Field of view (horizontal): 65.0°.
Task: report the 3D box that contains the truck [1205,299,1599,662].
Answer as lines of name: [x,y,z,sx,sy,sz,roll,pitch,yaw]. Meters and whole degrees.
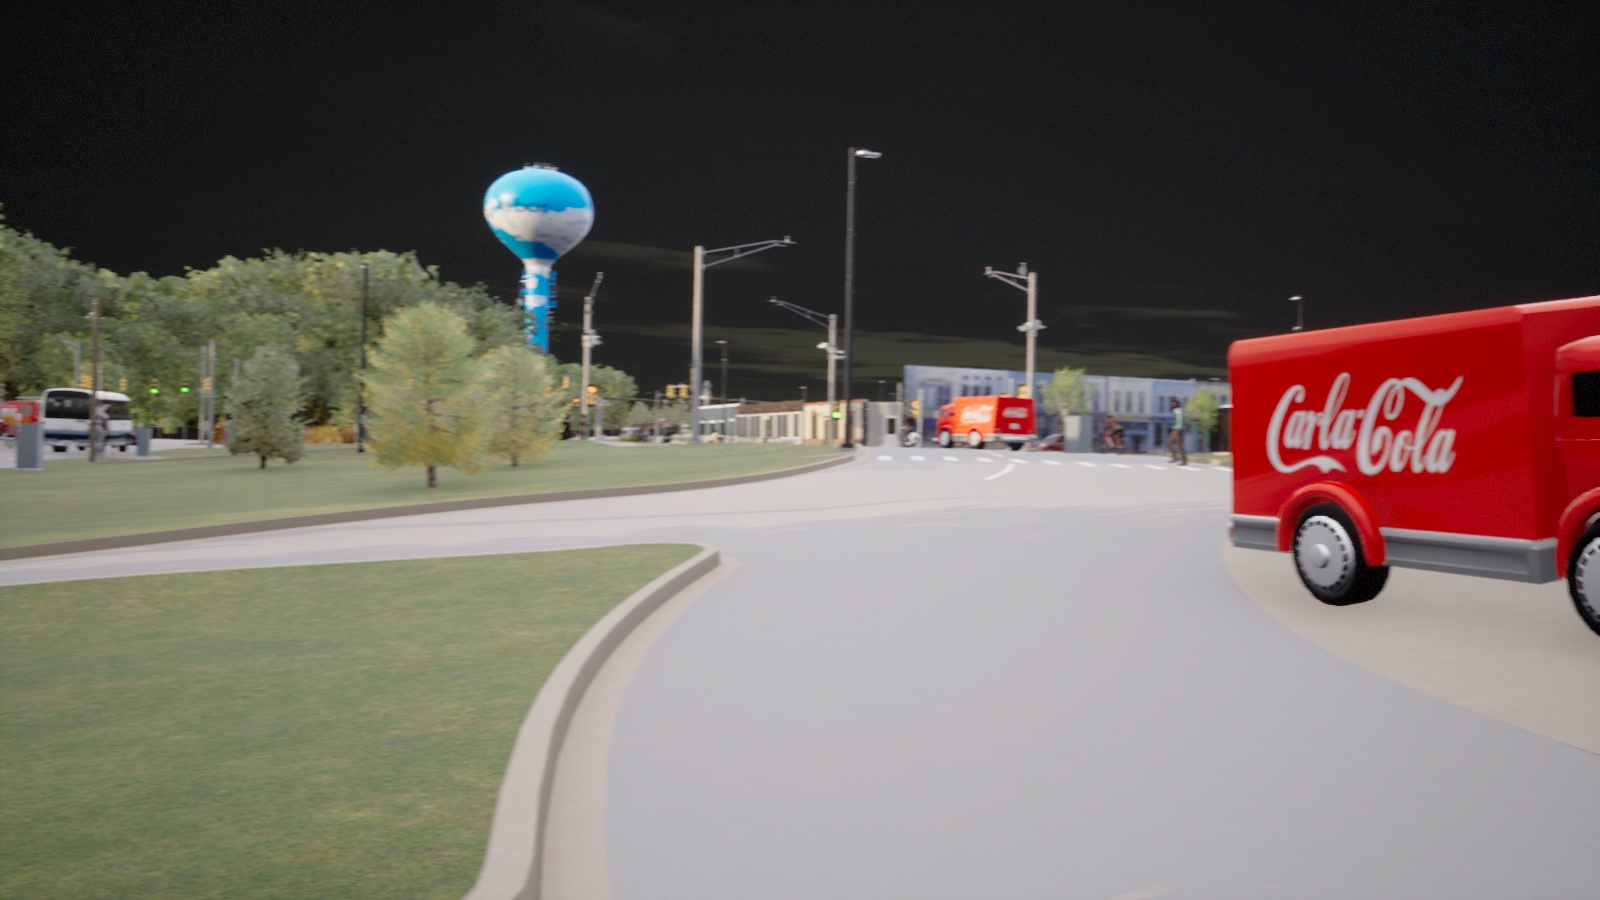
truck: [6.155,0.075,10.318,2.627,2.467,5.204,-6,3,-18]

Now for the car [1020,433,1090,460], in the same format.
car: [16.451,-0.214,81.047,3.988,1.617,1.851,3,-1,-22]

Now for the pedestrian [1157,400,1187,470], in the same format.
pedestrian: [10.312,-0.410,34.815,0.692,1.930,0.396,1,-1,9]

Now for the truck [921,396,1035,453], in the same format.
truck: [8.192,-1.158,58.246,2.627,2.467,5.204,2,0,-27]

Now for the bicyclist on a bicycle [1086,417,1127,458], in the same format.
bicyclist on a bicycle: [12.345,-0.518,50.586,0.582,1.620,1.656,2,0,-30]

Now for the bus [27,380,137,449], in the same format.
bus: [-49.074,-2.368,86.218,3.944,4.253,10.273,3,1,-15]
